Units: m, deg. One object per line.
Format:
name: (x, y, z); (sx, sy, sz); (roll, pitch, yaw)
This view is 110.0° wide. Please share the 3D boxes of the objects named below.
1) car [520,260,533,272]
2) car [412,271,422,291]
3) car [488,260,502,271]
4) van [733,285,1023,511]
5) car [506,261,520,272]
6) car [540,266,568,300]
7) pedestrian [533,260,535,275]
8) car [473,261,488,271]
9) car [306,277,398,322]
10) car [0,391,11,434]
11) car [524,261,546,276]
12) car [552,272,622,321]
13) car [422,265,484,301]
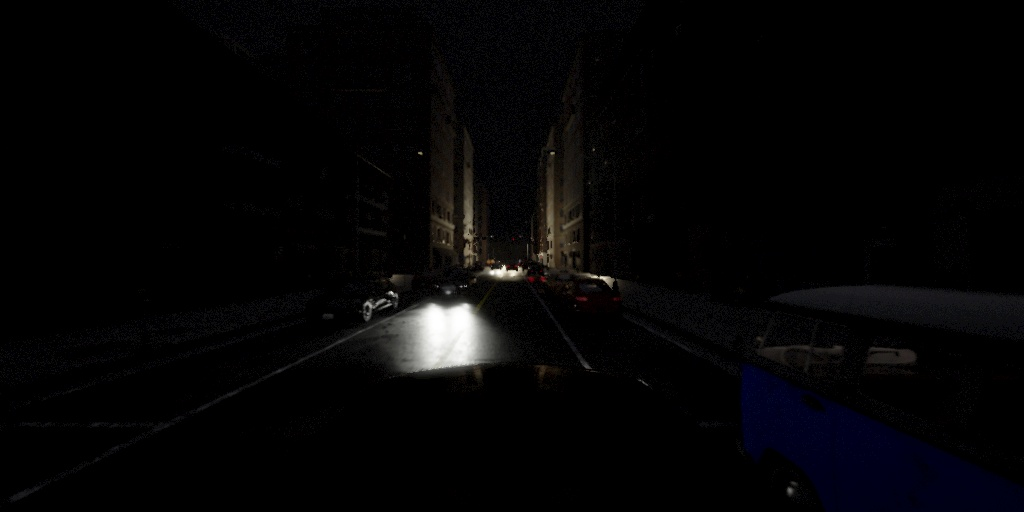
car: (2.641, 1.561, 58.145); (2.192, 1.841, 5.009); (0, 0, 0)
car: (-5.386, 1.493, 24.052); (1.888, 1.381, 4.507); (0, 0, 0)
car: (-2.747, 1.807, 62.625); (2.128, 1.511, 4.902); (0, 0, 0)
van: (2.638, 1.087, 1.324); (1.690, 1.789, 3.998); (0, 0, 0)
car: (0.011, 1.769, 57.502); (1.812, 1.442, 4.674); (0, -1, 0)
car: (2.638, 1.423, 18.540); (1.751, 1.417, 4.829); (0, 0, 0)
pedestrian: (2.752, 1.428, 45.301); (0.375, 1.860, 0.375); (0, 0, 0)
car: (-5.384, 1.687, 58.144); (1.967, 1.591, 4.097); (0, 0, 0)
car: (-5.387, 1.413, 12.688); (1.948, 1.339, 4.313); (0, 0, 0)
car: (-5.387, 1.297, 1.324); (2.007, 1.370, 4.403); (0, 0, 0)
car: (2.752, 1.637, 42.462); (1.812, 1.442, 4.674); (0, -1, 0)
car: (2.638, 1.429, 12.688); (1.802, 1.307, 4.207); (0, 0, 0)
car: (-2.849, 1.391, 18.549); (2.128, 1.511, 4.902); (0, -1, 0)
